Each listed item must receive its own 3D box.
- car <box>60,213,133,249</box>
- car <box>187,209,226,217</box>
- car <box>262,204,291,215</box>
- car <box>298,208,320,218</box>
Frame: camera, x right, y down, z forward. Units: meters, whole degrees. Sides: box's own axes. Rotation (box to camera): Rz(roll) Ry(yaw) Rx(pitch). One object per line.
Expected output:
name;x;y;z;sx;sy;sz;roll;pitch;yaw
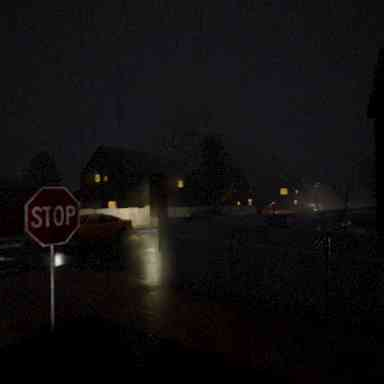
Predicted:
car;-5.201;1.843;16.803;1.882;1.535;5.008;-1;-2;35
car;0.922;2.109;25.383;1.837;1.490;4.892;-1;-2;35
car;9.581;2.294;37.496;2.097;1.767;4.553;-1;-2;36
car;13.607;2.495;38.093;2.033;1.411;5.357;-1;-2;35
